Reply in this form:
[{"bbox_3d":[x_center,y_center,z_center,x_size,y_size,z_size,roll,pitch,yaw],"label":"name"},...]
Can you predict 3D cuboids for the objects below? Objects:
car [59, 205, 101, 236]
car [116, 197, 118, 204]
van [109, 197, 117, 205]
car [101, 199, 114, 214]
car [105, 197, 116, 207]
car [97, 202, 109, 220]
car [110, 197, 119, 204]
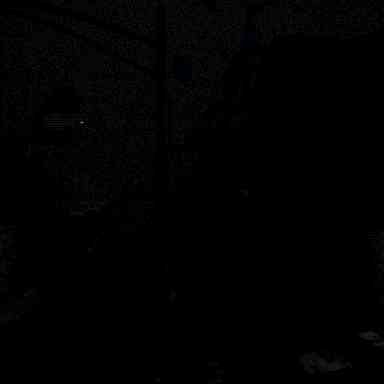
[{"bbox_3d":[-6.755,1.748,19.897,1.887,1.381,4.507,-1,0,-11],"label":"car"},{"bbox_3d":[-15.491,2.203,63.284,2.008,1.369,4.403,-1,0,-11],"label":"car"},{"bbox_3d":[-18.771,2.163,79.555,1.690,1.788,3.998,-1,0,-11],"label":"van"},{"bbox_3d":[-11.123,1.972,41.591,1.887,1.381,4.507,-1,0,-11],"label":"car"},{"bbox_3d":[-12.217,1.924,47.015,1.967,1.590,4.097,-1,0,-11],"label":"car"},{"bbox_3d":[-8.938,1.897,30.744,1.802,1.307,4.206,-1,0,-11],"label":"car"},{"bbox_3d":[-20.955,2.250,90.402,2.192,1.841,5.009,-1,0,-11],"label":"car"}]
